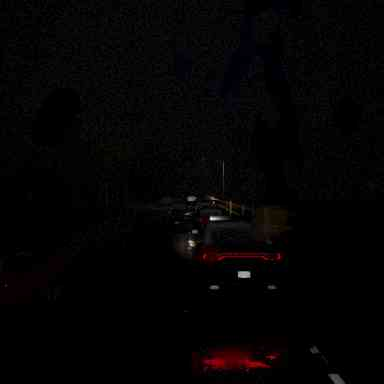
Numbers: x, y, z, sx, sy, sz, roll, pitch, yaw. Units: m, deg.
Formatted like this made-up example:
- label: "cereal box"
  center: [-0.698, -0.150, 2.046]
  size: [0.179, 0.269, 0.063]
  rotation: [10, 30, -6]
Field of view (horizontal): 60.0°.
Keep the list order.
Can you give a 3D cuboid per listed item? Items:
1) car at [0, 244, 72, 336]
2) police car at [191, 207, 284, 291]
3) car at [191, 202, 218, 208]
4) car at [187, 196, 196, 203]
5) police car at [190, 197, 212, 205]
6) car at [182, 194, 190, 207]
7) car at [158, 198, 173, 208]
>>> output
- label: "car"
  center: [-3.615, 1.605, 5.204]
  size: [1.895, 1.301, 4.718]
  rotation: [0, 0, 0]
- label: "police car"
  center: [1.027, 1.432, 9.182]
  size: [1.930, 1.638, 5.238]
  rotation: [0, 0, 0]
- label: "car"
  center: [1.004, 1.537, 19.079]
  size: [1.812, 1.442, 4.674]
  rotation: [0, 0, 0]
- label: "car"
  center: [-0.166, 1.595, 69.576]
  size: [1.895, 1.301, 4.718]
  rotation: [0, 0, 0]
- label: "police car"
  center: [0.989, 1.437, 25.194]
  size: [1.930, 1.638, 5.238]
  rotation: [0, 0, 0]
- label: "car"
  center: [-0.060, 1.503, 50.942]
  size: [2.128, 1.511, 4.902]
  rotation: [0, 0, 0]
- label: "car"
  center: [-3.712, 1.578, 47.585]
  size: [1.994, 1.385, 4.181]
  rotation: [0, 0, 0]
